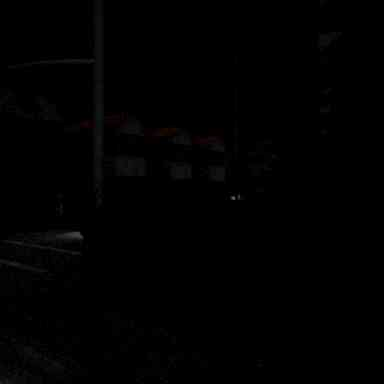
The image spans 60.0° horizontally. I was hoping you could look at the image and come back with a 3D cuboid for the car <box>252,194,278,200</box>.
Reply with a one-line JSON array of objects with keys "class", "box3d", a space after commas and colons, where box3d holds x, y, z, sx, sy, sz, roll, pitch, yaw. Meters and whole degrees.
[{"class": "car", "box3d": [13.337, 1.456, 60.585, 2.150, 2.045, 5.566, 1, 0, -38]}]
